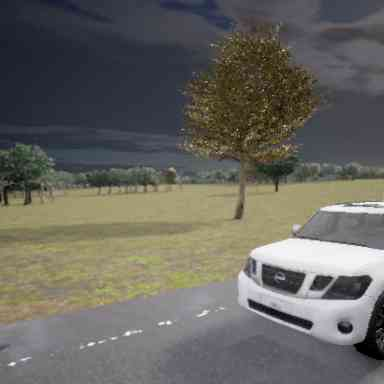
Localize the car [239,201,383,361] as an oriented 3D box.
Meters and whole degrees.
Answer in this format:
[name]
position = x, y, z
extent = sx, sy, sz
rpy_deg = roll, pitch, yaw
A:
[car]
position = 3.425, 1.225, 6.316
extent = 5.566, 2.045, 2.150
rpy_deg = 0, 0, -36
